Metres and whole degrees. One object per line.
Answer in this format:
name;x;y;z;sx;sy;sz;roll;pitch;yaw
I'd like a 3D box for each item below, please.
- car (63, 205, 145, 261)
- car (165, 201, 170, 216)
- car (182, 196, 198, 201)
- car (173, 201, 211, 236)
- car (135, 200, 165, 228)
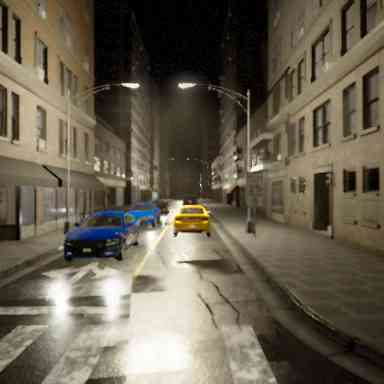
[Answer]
car;-3.161;1.482;12.507;1.882;1.535;5.008;0;0;0
car;-3.199;1.555;33.280;2.033;1.411;5.357;0;0;0
car;-0.252;1.360;45.014;2.097;1.767;4.553;0;0;0
car;-0.006;1.477;18.374;1.882;1.535;5.008;0;0;0
car;-3.209;1.482;22.691;1.882;1.535;5.008;0;0;0
